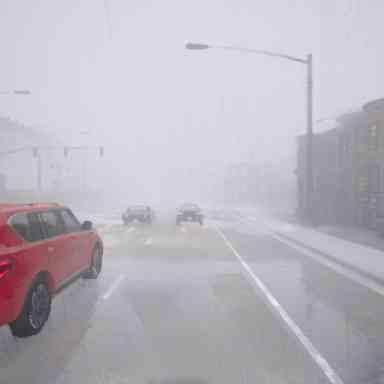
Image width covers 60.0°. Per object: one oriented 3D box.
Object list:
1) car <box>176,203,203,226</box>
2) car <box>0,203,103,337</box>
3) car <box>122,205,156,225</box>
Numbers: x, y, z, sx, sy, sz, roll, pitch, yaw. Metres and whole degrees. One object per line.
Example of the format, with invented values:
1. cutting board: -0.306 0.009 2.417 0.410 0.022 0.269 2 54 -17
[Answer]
1. car: -0.185 1.531 23.566 1.812 1.442 4.674 0 0 -1
2. car: -3.478 1.218 6.779 2.150 2.045 5.566 0 0 -1
3. car: -3.689 1.602 23.955 1.895 1.301 4.718 0 0 -1
